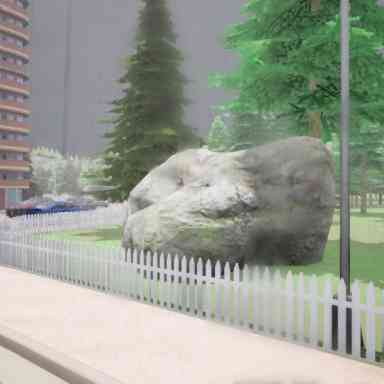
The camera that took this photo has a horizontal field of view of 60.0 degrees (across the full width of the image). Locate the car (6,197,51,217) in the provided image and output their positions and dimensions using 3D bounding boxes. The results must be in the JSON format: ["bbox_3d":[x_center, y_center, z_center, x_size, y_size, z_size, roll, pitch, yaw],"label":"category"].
[{"bbox_3d":[-14.413,1.422,30.208,1.882,1.535,5.008,0,0,15],"label":"car"}]

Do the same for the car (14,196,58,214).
[{"bbox_3d":[-16.670,1.297,35.855,2.097,1.767,4.553,0,0,8],"label":"car"}]

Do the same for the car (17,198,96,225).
[{"bbox_3d":[-9.279,1.422,23.503,1.882,1.535,5.008,0,0,25],"label":"car"}]

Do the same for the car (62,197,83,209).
[{"bbox_3d":[-16.382,1.449,45.890,1.837,1.490,4.892,0,0,-8],"label":"car"}]
